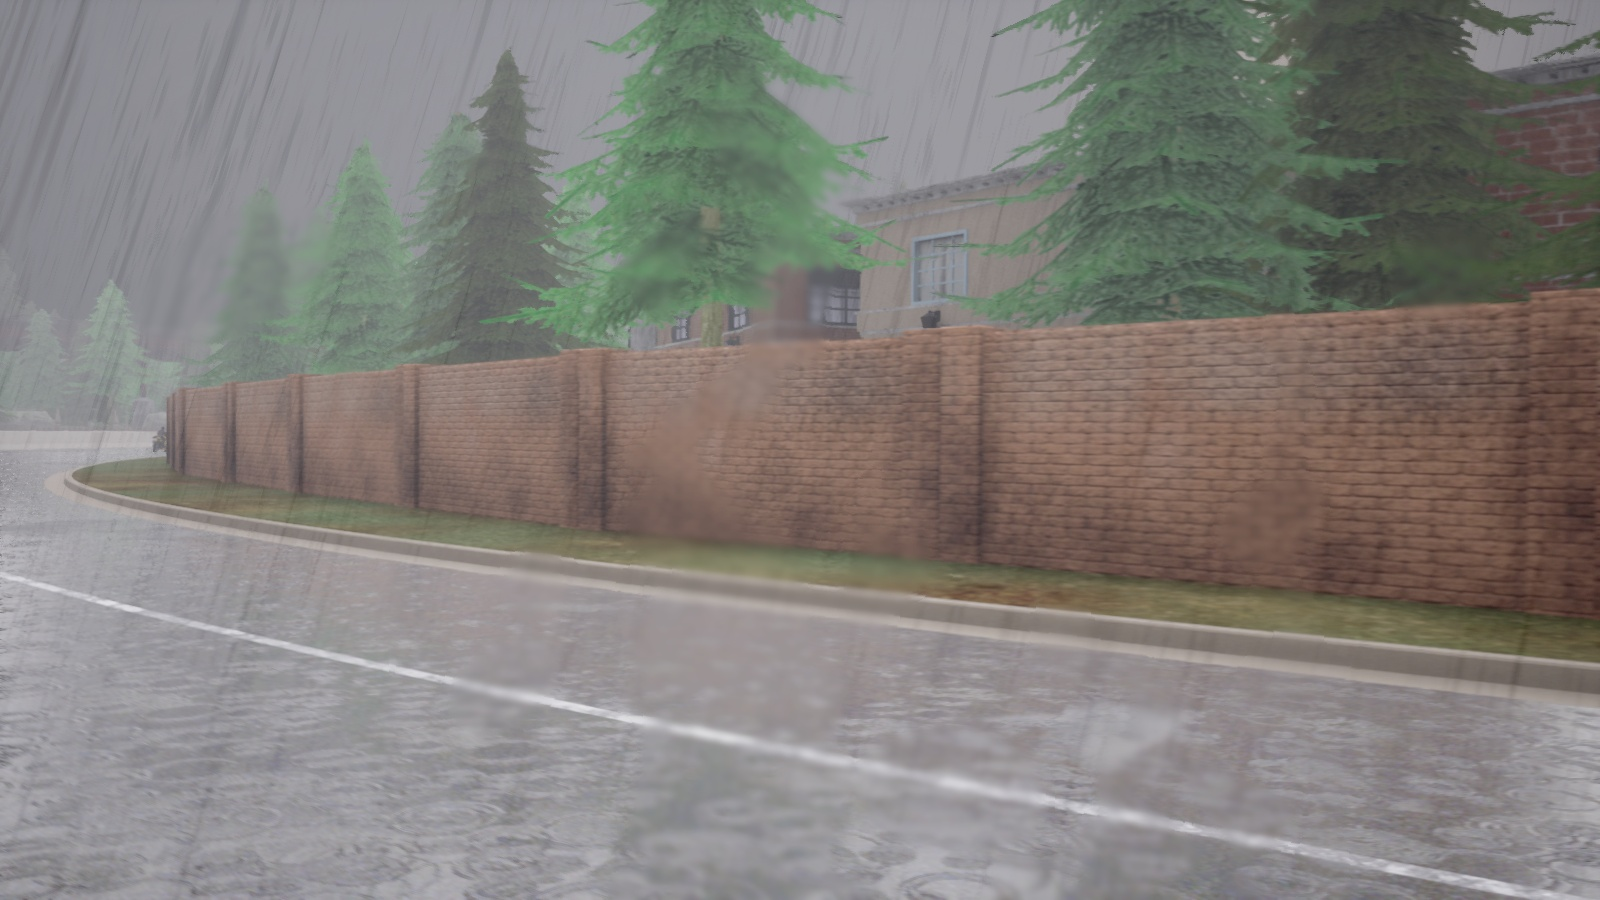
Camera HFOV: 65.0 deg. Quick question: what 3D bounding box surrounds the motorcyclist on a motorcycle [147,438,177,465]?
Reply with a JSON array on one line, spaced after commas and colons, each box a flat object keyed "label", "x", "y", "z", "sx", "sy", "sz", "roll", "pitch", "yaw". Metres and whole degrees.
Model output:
[{"label": "motorcyclist on a motorcycle", "x": -36.797, "y": 0.078, "z": 72.445, "sx": 0.797, "sy": 1.523, "sz": 2.044, "roll": 0, "pitch": 1, "yaw": -2}]
